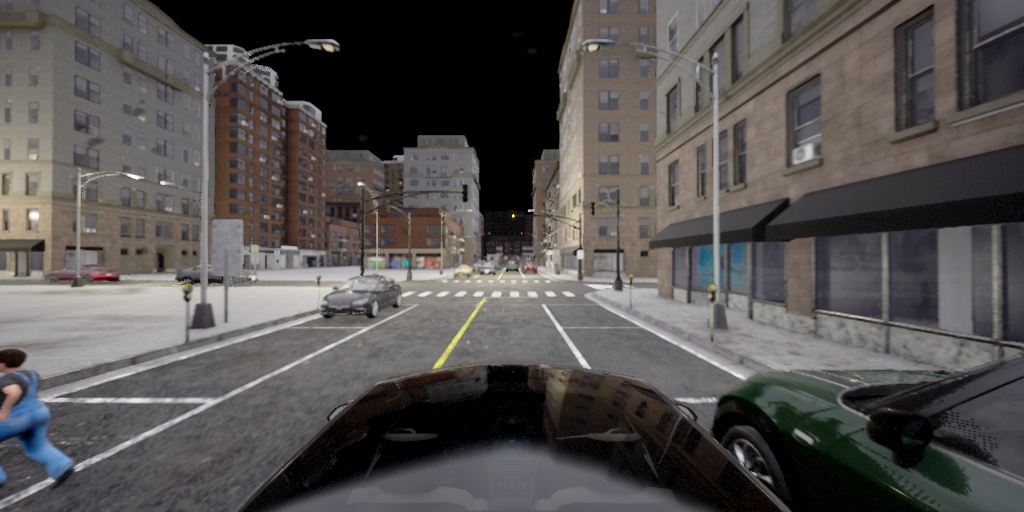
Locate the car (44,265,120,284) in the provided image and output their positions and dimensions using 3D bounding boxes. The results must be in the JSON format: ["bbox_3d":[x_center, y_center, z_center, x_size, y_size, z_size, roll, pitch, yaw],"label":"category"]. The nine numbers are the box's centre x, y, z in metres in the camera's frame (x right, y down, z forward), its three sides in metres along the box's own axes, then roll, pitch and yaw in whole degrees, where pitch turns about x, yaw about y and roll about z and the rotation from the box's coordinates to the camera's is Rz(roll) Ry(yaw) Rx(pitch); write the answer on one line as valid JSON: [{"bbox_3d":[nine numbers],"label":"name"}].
[{"bbox_3d":[-33.407,1.414,27.937,4.181,1.385,1.994,0,-1,0],"label":"car"}]

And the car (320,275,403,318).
[{"bbox_3d":[-5.394,1.413,13.355,2.007,1.370,4.403,0,0,0],"label":"car"}]

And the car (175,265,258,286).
[{"bbox_3d":[-20.489,1.372,25.006,4.902,1.511,2.128,0,-1,0],"label":"car"}]

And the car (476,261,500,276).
[{"bbox_3d":[-2.868,1.647,43.526,2.128,1.511,4.902,0,-1,0],"label":"car"}]

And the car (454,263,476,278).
[{"bbox_3d":[-5.409,1.649,40.030,1.751,1.417,4.829,0,0,0],"label":"car"}]

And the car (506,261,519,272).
[{"bbox_3d":[0.066,1.869,58.804,1.994,1.385,4.181,0,-1,0],"label":"car"}]

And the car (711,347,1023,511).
[{"bbox_3d":[2.750,1.097,1.215,2.097,1.767,4.553,0,-1,0],"label":"car"}]

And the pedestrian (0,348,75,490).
[{"bbox_3d":[-4.156,1.337,3.044,0.375,1.300,0.375,0,-1,-8],"label":"pedestrian"}]

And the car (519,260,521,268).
[{"bbox_3d":[2.607,1.604,57.189,2.192,1.841,5.009,0,0,0],"label":"car"}]

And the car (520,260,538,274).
[{"bbox_3d":[2.610,1.674,51.527,1.967,1.591,4.097,0,0,0],"label":"car"}]

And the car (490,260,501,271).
[{"bbox_3d":[-2.836,1.898,61.716,1.994,1.385,4.181,0,-1,0],"label":"car"}]
